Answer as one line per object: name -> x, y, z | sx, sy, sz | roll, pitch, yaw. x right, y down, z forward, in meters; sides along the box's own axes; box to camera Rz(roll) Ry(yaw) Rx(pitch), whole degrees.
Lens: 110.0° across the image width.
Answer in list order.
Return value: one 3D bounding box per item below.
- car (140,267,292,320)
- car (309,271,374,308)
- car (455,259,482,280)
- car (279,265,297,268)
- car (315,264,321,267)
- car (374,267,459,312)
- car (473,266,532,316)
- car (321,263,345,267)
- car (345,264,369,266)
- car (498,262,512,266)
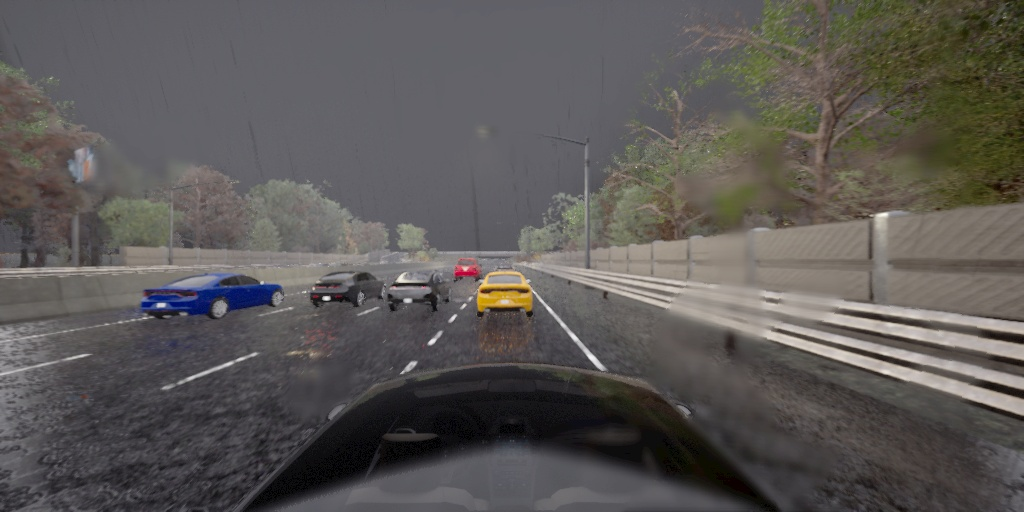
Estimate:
car -> -10.665, 1.361, 13.324 | 1.882, 1.535, 5.008 | 0, -1, -1
car -> -7.230, 1.409, 16.291 | 1.837, 1.490, 4.892 | 0, -1, -1
car -> -4.080, 1.287, 33.710 | 2.150, 2.045, 5.566 | 0, -1, -1
car -> -32.568, 1.914, 51.138 | 1.895, 1.301, 4.718 | 0, -1, -1
car -> -29.129, 1.894, 54.855 | 2.033, 1.411, 5.357 | 0, -1, -1
car -> -3.701, 1.375, 14.975 | 2.128, 1.511, 4.902 | 0, -1, -1
car -> -0.282, 1.346, 14.049 | 1.882, 1.535, 5.008 | 0, -1, -1
car -> -25.611, 1.819, 52.758 | 1.837, 1.490, 4.892 | 0, -1, -1
car -> -22.111, 1.857, 52.965 | 2.033, 1.411, 5.357 | 0, -1, 0
car -> -0.730, 1.574, 36.126 | 2.128, 1.511, 4.902 | 0, -1, -1
